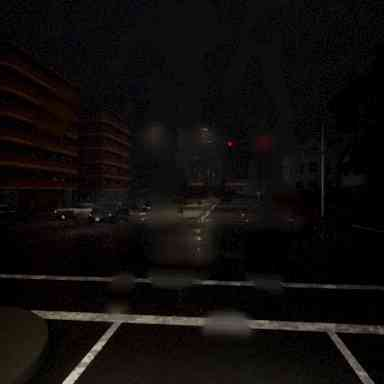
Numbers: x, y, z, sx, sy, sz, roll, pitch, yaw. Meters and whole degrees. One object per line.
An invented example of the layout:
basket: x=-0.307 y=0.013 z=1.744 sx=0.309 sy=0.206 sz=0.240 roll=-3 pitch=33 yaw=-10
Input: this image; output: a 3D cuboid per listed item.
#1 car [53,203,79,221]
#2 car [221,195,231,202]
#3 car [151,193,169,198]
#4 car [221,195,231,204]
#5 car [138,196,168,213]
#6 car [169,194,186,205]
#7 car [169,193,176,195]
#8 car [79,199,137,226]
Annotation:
car: x=-9.322 y=1.598 z=27.413 sx=1.895 sy=1.301 sz=4.718 roll=0 pitch=0 yaw=12
car: x=7.679 y=1.517 z=75.645 sx=2.128 sy=1.511 sz=4.902 roll=0 pitch=0 yaw=6
car: x=-5.956 y=1.213 z=56.371 sx=2.150 sy=2.045 sz=5.566 roll=0 pitch=1 yaw=7
car: x=6.743 y=1.499 z=65.602 sx=1.837 sy=1.490 sz=4.892 roll=0 pitch=0 yaw=6
car: x=-4.344 y=1.502 z=37.866 sx=1.837 sy=1.490 sz=4.892 roll=0 pitch=0 yaw=6
car: x=-2.190 y=1.542 z=58.723 sx=2.033 sy=1.411 sz=5.357 roll=0 pitch=0 yaw=6
car: x=-4.318 y=0.964 z=71.448 sx=2.097 sy=1.767 sz=4.553 roll=0 pitch=0 yaw=6
car: x=-5.802 y=1.490 z=23.701 sx=2.128 sy=1.511 sz=4.902 roll=0 pitch=0 yaw=6
